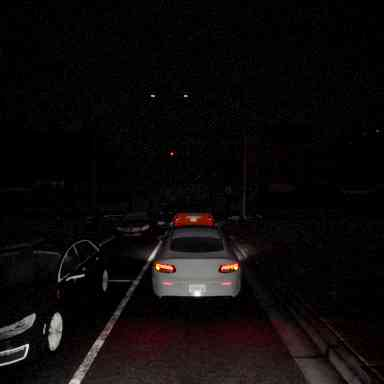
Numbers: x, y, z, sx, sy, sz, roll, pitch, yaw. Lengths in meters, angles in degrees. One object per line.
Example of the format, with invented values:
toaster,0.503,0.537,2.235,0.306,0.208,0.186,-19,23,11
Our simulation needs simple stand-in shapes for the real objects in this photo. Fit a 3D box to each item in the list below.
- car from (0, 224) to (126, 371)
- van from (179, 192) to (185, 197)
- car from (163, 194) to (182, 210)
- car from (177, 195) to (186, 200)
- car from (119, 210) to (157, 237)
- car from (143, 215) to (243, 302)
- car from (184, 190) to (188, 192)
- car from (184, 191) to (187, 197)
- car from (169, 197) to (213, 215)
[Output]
car,-2.666,1.548,5.830,2.008,1.369,4.403,-2,0,0
van,-2.748,1.359,65.658,1.690,1.788,3.998,-1,0,0
car,-2.721,1.483,43.502,1.967,1.590,4.097,-2,0,0
car,-2.768,1.429,87.822,2.008,1.369,4.403,-1,0,0
car,-2.680,1.582,16.724,1.802,1.307,4.206,-2,0,0
car,0.090,1.523,8.123,1.812,1.442,4.674,0,0,0
car,-2.777,1.131,93.371,2.192,1.841,5.009,-1,1,0
car,-2.755,1.307,71.201,2.192,1.841,5.009,-1,0,0
car,0.076,1.353,18.086,2.097,1.767,4.553,0,0,0
